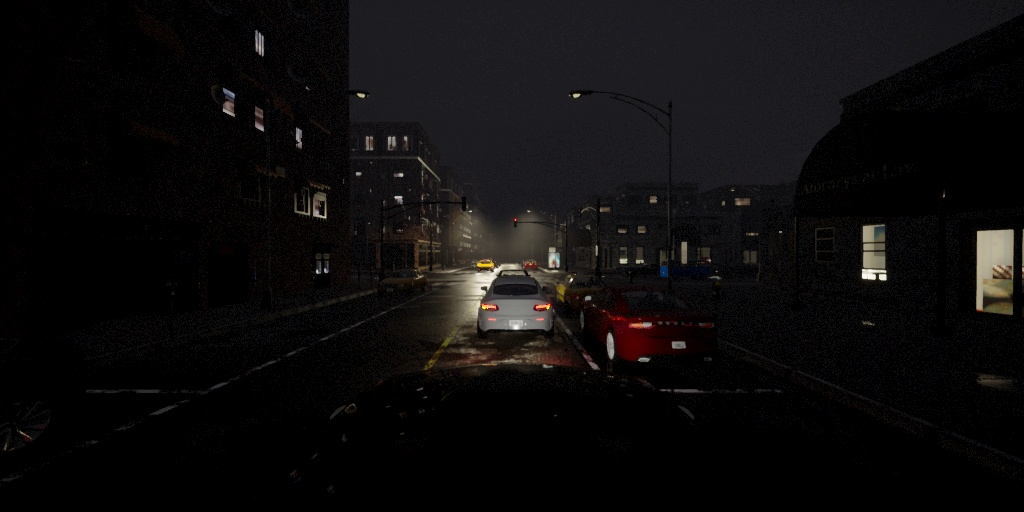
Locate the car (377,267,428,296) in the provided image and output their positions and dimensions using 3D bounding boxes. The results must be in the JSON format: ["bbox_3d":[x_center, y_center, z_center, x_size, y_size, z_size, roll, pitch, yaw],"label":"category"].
[{"bbox_3d":[-5.725,1.278,19.197,1.751,1.417,4.829,0,0,0],"label":"car"}]

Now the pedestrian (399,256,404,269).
[{"bbox_3d":[-12.707,0.831,41.234,0.375,1.860,0.375,0,0,-1],"label":"pedestrian"}]

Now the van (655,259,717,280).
[{"bbox_3d":[14.600,1.164,30.172,3.998,1.789,1.690,0,0,-1],"label":"van"}]

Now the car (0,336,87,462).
[{"bbox_3d":[-5.692,1.316,2.277,1.948,1.339,4.313,0,0,0],"label":"car"}]

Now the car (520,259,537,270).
[{"bbox_3d":[2.593,1.213,51.850,1.967,1.591,4.097,0,0,0],"label":"car"}]

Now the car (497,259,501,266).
[{"bbox_3d":[-3.195,1.275,59.047,2.128,1.511,4.902,0,0,0],"label":"car"}]

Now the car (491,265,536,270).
[{"bbox_3d":[0.076,1.353,19.110,1.895,1.301,4.718,0,0,0],"label":"car"}]

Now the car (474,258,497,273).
[{"bbox_3d":[-3.178,1.232,43.543,1.882,1.535,5.008,0,-1,0],"label":"car"}]

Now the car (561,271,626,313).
[{"bbox_3d":[2.667,1.276,13.852,1.751,1.417,4.829,0,0,0],"label":"car"}]

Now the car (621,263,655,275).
[{"bbox_3d":[13.423,1.382,35.949,4.718,1.301,1.895,0,0,-1],"label":"car"}]

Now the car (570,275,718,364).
[{"bbox_3d":[2.678,1.295,7.985,1.888,1.381,4.507,0,0,0],"label":"car"}]

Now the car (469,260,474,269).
[{"bbox_3d":[-5.799,1.331,57.518,2.007,1.370,4.403,0,0,0],"label":"car"}]

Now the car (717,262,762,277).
[{"bbox_3d":[22.578,1.368,36.031,4.181,1.385,1.994,0,0,0],"label":"car"}]

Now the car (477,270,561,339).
[{"bbox_3d":[0.084,1.276,9.999,1.812,1.442,4.674,0,0,0],"label":"car"}]
